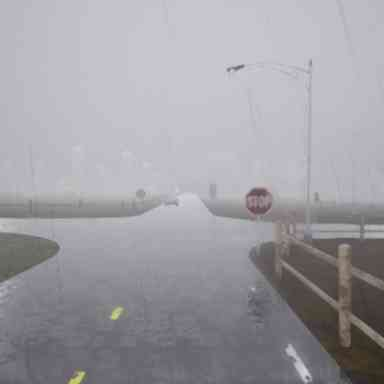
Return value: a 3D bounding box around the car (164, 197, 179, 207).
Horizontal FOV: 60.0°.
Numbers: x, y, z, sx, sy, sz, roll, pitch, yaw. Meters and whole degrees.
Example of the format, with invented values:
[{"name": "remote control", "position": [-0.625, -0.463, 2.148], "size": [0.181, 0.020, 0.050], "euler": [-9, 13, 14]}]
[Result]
[{"name": "car", "position": [-2.738, 1.345, 45.133], "size": [1.895, 1.301, 4.718], "euler": [0, 1, 0]}]
